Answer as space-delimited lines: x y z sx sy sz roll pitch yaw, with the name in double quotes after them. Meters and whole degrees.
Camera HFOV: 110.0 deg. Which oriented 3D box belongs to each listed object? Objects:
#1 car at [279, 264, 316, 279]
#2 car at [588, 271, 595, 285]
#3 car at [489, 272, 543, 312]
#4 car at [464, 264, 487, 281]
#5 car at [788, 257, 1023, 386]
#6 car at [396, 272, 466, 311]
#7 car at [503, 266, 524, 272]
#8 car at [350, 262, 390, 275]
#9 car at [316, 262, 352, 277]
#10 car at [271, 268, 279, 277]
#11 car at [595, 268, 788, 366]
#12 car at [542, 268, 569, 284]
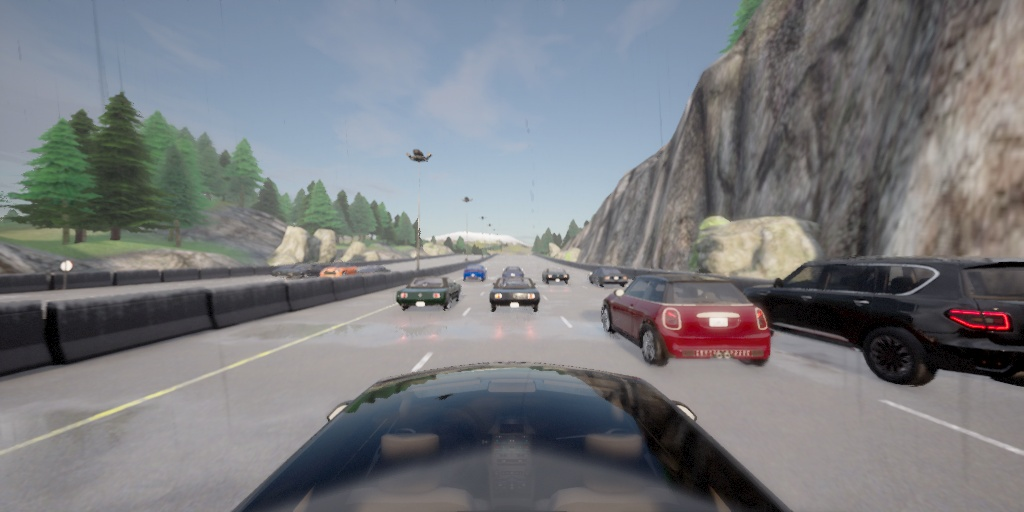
-21.095 1.569 36.717 1.837 1.490 4.892 0 0 0 "car"
7.099 1.569 26.928 2.033 1.411 5.357 0 0 0 "car"
0.101 1.527 15.328 1.895 1.301 4.718 0 -1 0 "car"
-3.401 1.533 33.810 1.882 1.535 5.008 0 0 0 "car"
7.101 1.052 7.279 2.150 2.045 5.566 0 -1 0 "car"
-3.400 1.529 15.583 1.895 1.301 4.718 0 -1 0 "car"
0.099 1.616 32.644 1.994 1.385 4.181 0 0 0 "car"
-14.100 1.612 36.636 2.033 1.411 5.357 0 0 0 "car"
-17.595 1.417 36.796 2.097 1.767 4.553 0 0 0 "car"
-24.591 1.635 39.779 1.994 1.385 4.181 0 0 0 "car"
3.598 1.197 8.368 2.097 1.767 4.553 0 -1 0 "car"
3.599 1.643 30.448 1.895 1.301 4.718 0 0 0 "car"
